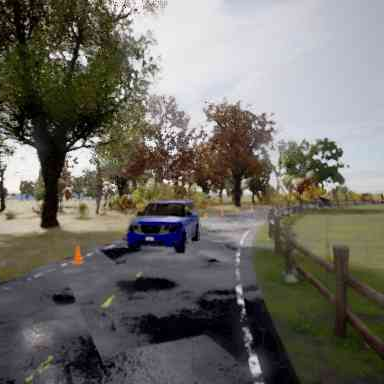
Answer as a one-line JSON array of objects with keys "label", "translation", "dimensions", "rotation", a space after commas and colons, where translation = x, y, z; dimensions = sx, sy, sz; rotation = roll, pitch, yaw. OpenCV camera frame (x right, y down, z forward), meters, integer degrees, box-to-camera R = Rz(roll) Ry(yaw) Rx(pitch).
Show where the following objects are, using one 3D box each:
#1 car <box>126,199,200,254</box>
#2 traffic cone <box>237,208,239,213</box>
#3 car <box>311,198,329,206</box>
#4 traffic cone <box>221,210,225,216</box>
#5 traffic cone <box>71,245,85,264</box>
[{"label": "car", "translation": [-1.024, 1.352, 14.656], "dimensions": [2.150, 2.045, 5.566], "rotation": [0, -1, 11]}, {"label": "traffic cone", "translation": [5.530, 2.265, 40.287], "dimensions": [0.340, 0.580, 0.340], "rotation": [0, 0, 28]}, {"label": "car", "translation": [23.667, 1.785, 61.250], "dimensions": [1.812, 1.442, 4.674], "rotation": [0, 0, 43]}, {"label": "traffic cone", "translation": [3.276, 2.246, 35.664], "dimensions": [0.340, 0.580, 0.340], "rotation": [0, 0, 24]}, {"label": "traffic cone", "translation": [-3.776, 2.042, 11.027], "dimensions": [0.340, 0.580, 0.340], "rotation": [0, -1, 8]}]
